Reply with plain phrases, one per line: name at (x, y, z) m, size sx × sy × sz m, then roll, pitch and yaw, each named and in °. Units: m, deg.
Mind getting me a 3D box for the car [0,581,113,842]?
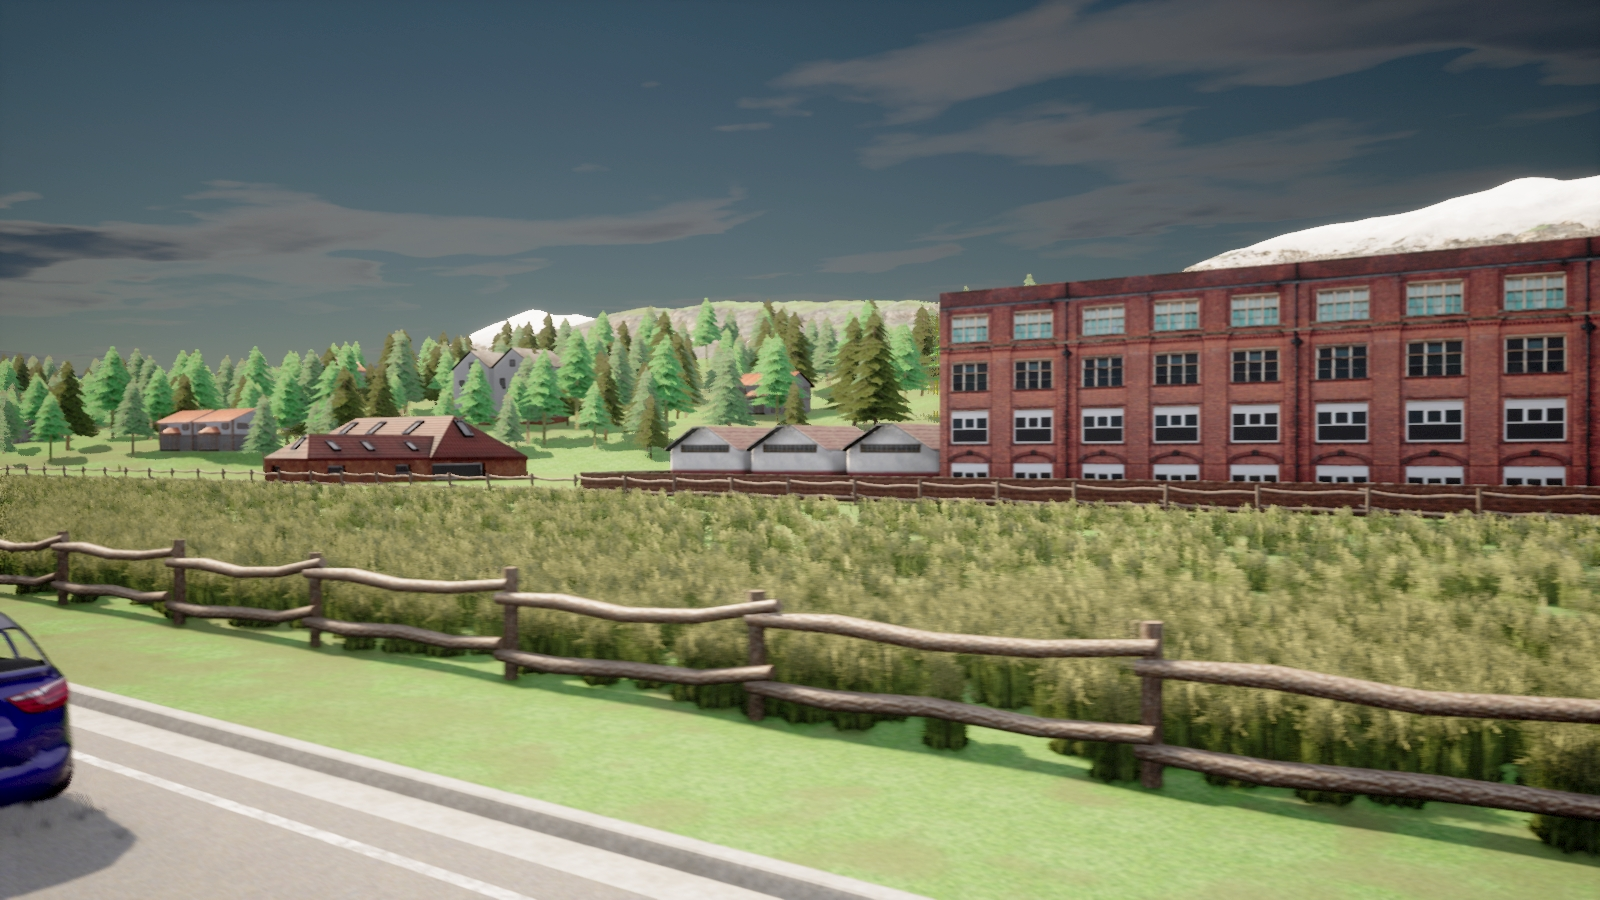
car at (-7.846, 1.976, 9.218) m, size 4.611 × 1.667 × 2.242 m, roll 0°, pitch 0°, yaw 35°
